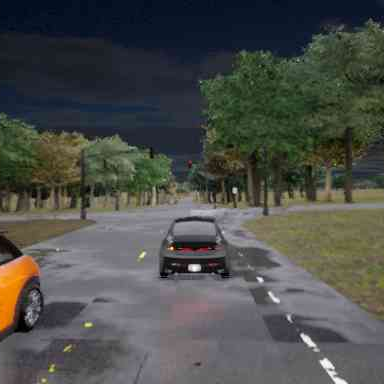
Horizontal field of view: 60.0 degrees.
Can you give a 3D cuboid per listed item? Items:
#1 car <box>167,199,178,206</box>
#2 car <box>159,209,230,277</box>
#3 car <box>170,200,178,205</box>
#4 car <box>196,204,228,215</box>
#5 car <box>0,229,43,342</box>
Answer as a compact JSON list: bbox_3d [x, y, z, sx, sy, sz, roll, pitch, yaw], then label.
[{"bbox_3d":[-4.424,2.237,73.398,2.128,1.511,4.902,0,-1,-1],"label":"car"},{"bbox_3d":[0.073,1.504,10.214,1.837,1.490,4.892,0,0,0],"label":"car"},{"bbox_3d":[-4.771,2.689,88.947,1.895,1.301,4.718,0,-2,-1],"label":"car"},{"bbox_3d":[1.522,1.610,26.943,1.895,1.301,4.718,0,0,20],"label":"car"},{"bbox_3d":[-3.593,1.347,3.759,2.097,1.767,4.553,0,0,0],"label":"car"}]
